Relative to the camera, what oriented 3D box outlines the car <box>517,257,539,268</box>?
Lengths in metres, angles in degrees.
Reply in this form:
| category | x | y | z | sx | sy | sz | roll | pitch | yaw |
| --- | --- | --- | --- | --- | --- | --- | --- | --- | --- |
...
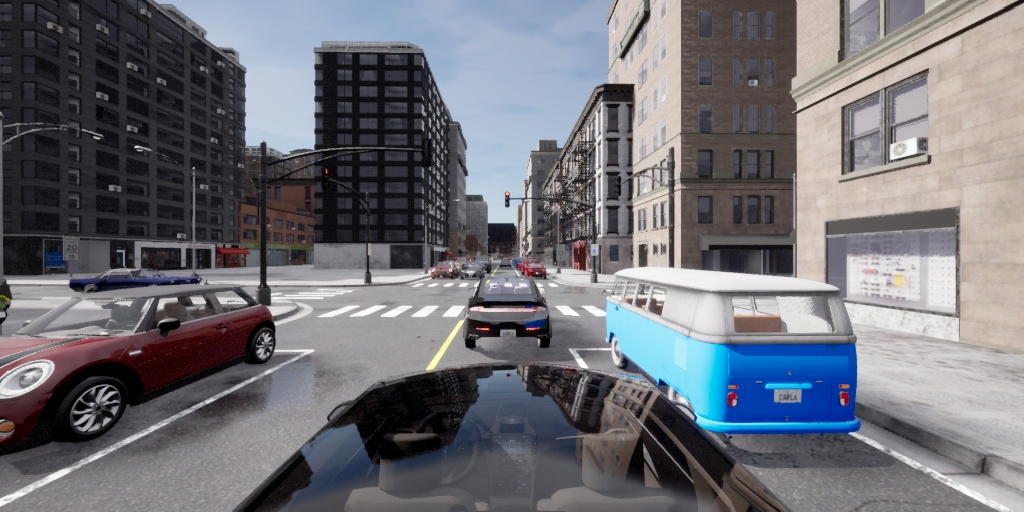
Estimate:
| category | x | y | z | sx | sy | sz | roll | pitch | yaw |
| --- | --- | --- | --- | --- | --- | --- | --- | --- | --- |
| car | 1.975 | 1.065 | 37.537 | 2.192 | 1.841 | 5.009 | 0 | 0 | -1 |

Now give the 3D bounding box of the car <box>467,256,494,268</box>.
| category | x | y | z | sx | sy | sz | roll | pitch | yaw |
| --- | --- | --- | --- | --- | --- | --- | --- | --- | --- |
| car | -3.586 | 0.972 | 41.788 | 2.150 | 2.045 | 5.566 | 0 | 0 | 0 |

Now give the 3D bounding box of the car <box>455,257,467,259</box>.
| category | x | y | z | sx | sy | sz | roll | pitch | yaw |
| --- | --- | --- | --- | --- | --- | --- | --- | --- | --- |
| car | -6.151 | 1.065 | 42.794 | 2.192 | 1.841 | 5.009 | 0 | 0 | -1 |

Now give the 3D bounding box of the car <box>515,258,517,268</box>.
| category | x | y | z | sx | sy | sz | roll | pitch | yaw |
| --- | --- | --- | --- | --- | --- | --- | --- | --- | --- |
| car | 1.770 | 1.294 | 48.355 | 1.888 | 1.381 | 4.507 | 0 | 0 | -1 |

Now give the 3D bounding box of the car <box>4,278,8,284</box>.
| category | x | y | z | sx | sy | sz | roll | pitch | yaw |
| --- | --- | --- | --- | --- | --- | --- | --- | --- | --- |
| car | -27.472 | 1.155 | 16.915 | 5.357 | 1.411 | 2.033 | 0 | 0 | -1 |

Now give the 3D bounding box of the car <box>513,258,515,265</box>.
| category | x | y | z | sx | sy | sz | roll | pitch | yaw |
| --- | --- | --- | --- | --- | --- | --- | --- | --- | --- |
| car | 1.566 | 1.312 | 59.172 | 1.948 | 1.339 | 4.313 | 0 | 0 | -1 |

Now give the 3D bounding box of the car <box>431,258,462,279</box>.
| category | x | y | z | sx | sy | sz | roll | pitch | yaw |
| --- | --- | --- | --- | --- | --- | --- | --- | --- | --- |
| car | -5.947 | 1.190 | 31.977 | 1.967 | 1.591 | 4.097 | 0 | 0 | -1 |

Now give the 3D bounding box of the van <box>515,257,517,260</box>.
| category | x | y | z | sx | sy | sz | roll | pitch | yaw |
| --- | --- | --- | --- | --- | --- | --- | --- | --- | --- |
| van | 1.668 | 1.089 | 53.764 | 1.690 | 1.789 | 3.998 | 0 | 0 | -1 |

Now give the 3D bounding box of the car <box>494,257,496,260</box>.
| category | x | y | z | sx | sy | sz | roll | pitch | yaw |
| --- | --- | --- | --- | --- | --- | --- | --- | --- | --- |
| car | -3.782 | 1.296 | 52.190 | 2.033 | 1.411 | 5.357 | 0 | 0 | -1 |

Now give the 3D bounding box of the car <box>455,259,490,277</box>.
| category | x | y | z | sx | sy | sz | roll | pitch | yaw |
| --- | --- | --- | --- | --- | --- | --- | --- | --- | --- |
| car | -3.395 | 1.242 | 31.626 | 2.128 | 1.511 | 4.902 | 0 | 0 | -1 |

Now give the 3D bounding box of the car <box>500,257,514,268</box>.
| category | x | y | z | sx | sy | sz | roll | pitch | yaw |
| --- | --- | --- | --- | --- | --- | --- | --- | --- | --- |
| car | -1.131 | 1.309 | 62.289 | 1.994 | 1.385 | 4.181 | 0 | 0 | -1 |

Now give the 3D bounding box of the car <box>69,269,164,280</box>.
| category | x | y | z | sx | sy | sz | roll | pitch | yaw |
| --- | --- | --- | --- | --- | --- | --- | --- | --- | --- |
| car | -17.693 | 1.264 | 17.104 | 4.718 | 1.301 | 1.895 | 0 | 0 | -1 |

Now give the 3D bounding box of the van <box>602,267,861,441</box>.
| category | x | y | z | sx | sy | sz | roll | pitch | yaw |
| --- | --- | --- | --- | --- | --- | --- | --- | --- | --- |
| van | 2.584 | 1.091 | 5.253 | 1.690 | 1.789 | 3.998 | 0 | 0 | -1 |

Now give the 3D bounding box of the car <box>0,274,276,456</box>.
| category | x | y | z | sx | sy | sz | roll | pitch | yaw |
| --- | --- | --- | --- | --- | --- | --- | --- | --- | --- |
| car | -5.439 | 1.190 | 5.102 | 1.967 | 1.591 | 4.097 | 0 | 0 | -1 |

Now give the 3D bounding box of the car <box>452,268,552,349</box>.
| category | x | y | z | sx | sy | sz | roll | pitch | yaw |
| --- | --- | --- | --- | --- | --- | --- | --- | --- | --- |
| car | -0.126 | 1.242 | 9.188 | 2.128 | 1.511 | 4.902 | 0 | 0 | -1 |

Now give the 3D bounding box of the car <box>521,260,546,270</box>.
| category | x | y | z | sx | sy | sz | roll | pitch | yaw |
| --- | --- | --- | --- | --- | --- | --- | --- | --- | --- |
| car | 2.077 | 1.295 | 32.129 | 1.888 | 1.381 | 4.507 | 0 | 0 | -1 |
